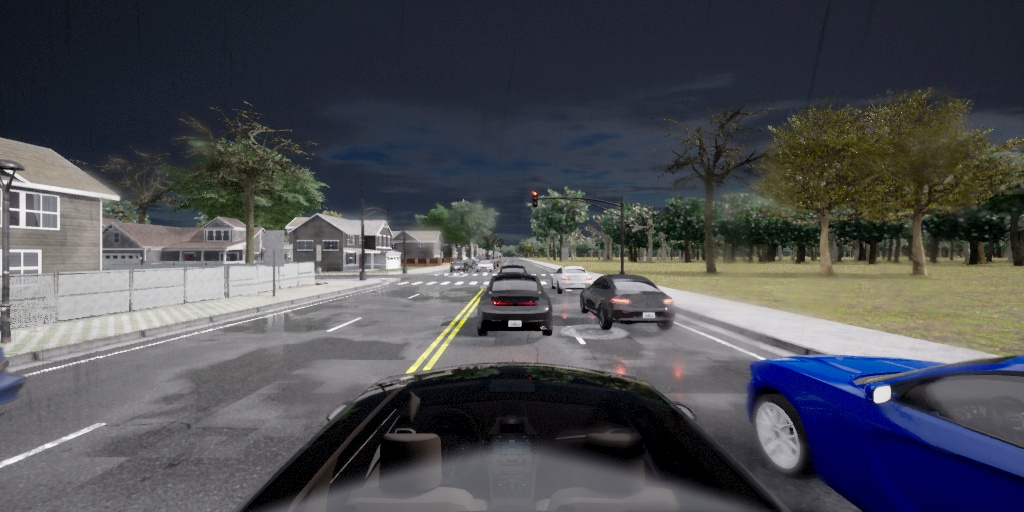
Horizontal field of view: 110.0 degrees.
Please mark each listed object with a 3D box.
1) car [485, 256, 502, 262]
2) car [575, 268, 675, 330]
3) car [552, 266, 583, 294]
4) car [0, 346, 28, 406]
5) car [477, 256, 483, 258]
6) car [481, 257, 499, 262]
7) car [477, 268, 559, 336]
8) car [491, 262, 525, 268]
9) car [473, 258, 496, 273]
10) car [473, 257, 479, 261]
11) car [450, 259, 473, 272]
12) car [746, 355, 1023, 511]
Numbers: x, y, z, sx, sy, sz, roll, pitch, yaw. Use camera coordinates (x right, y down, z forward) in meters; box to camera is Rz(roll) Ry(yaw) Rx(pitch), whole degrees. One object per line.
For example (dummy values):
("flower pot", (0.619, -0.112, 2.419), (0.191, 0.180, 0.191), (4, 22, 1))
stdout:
("car", (-3.293, 1.203, 64.582), (1.882, 1.535, 5.008), (0, 0, 0))
("car", (3.334, 1.276, 11.009), (1.812, 1.442, 4.674), (0, 0, 0))
("car", (3.313, 1.276, 20.114), (1.812, 1.442, 4.674), (0, 0, 0))
("car", (-6.606, 1.298, 1.702), (2.033, 1.411, 5.357), (0, 0, 0))
("car", (-6.547, 1.251, 64.670), (1.812, 1.442, 4.674), (0, 0, 1))
("car", (-3.332, 1.238, 53.919), (1.837, 1.490, 4.892), (0, 0, 0))
("car", (0.084, 1.255, 10.370), (1.837, 1.490, 4.892), (0, 0, 0))
("car", (0.060, 1.255, 19.786), (1.837, 1.490, 4.892), (0, 0, 0))
("car", (-3.339, 1.268, 44.642), (1.812, 1.442, 4.674), (0, 0, 0))
("car", (-6.580, 1.239, 54.513), (1.837, 1.490, 4.892), (0, 0, 1))
("car", (-6.587, 1.233, 45.091), (2.128, 1.511, 4.902), (0, 0, 0))
("car", (3.350, 1.228, 1.695), (1.882, 1.535, 5.008), (0, 0, 0))
